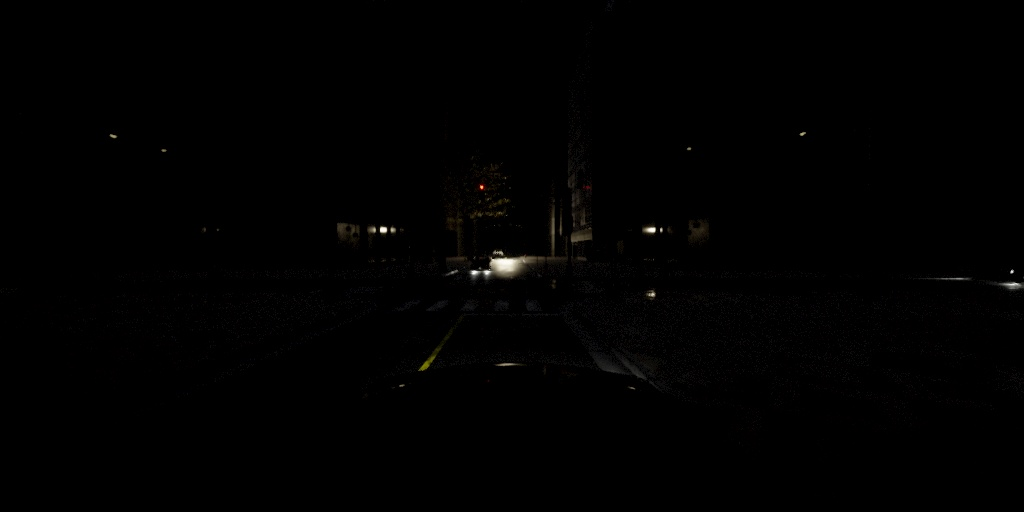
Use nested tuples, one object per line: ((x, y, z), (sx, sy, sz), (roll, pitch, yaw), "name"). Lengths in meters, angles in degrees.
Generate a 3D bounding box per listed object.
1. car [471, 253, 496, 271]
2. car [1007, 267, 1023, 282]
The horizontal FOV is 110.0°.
((-3.007, 0.694, 36.234), (2.033, 1.411, 5.357), (0, 1, 0), "car")
((32.428, 0.849, 20.746), (5.357, 1.411, 2.033), (0, 1, 0), "car")
